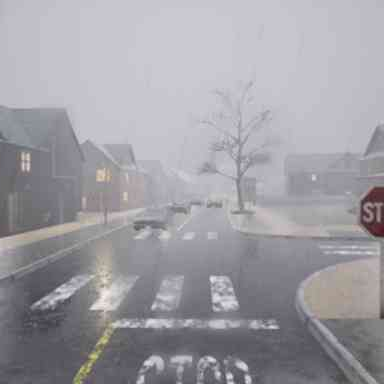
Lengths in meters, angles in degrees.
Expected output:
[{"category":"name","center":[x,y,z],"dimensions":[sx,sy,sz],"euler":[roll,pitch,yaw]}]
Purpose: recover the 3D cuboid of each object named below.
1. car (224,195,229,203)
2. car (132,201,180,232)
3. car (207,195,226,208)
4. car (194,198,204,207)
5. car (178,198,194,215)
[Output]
[{"category":"car","center":[6.134,1.270,64.092],"dimensions":[1.882,1.535,5.008],"euler":[0,0,11]},{"category":"car","center":[-2.151,1.478,20.125],"dimensions":[2.033,1.411,5.357],"euler":[0,0,3]},{"category":"car","center":[3.107,1.455,44.364],"dimensions":[1.895,1.301,4.718],"euler":[0,0,7]},{"category":"car","center":[0.553,1.441,47.113],"dimensions":[1.895,1.301,4.718],"euler":[0,0,8]},{"category":"car","center":[-1.209,1.491,32.201],"dimensions":[1.895,1.301,4.718],"euler":[0,0,6]}]
